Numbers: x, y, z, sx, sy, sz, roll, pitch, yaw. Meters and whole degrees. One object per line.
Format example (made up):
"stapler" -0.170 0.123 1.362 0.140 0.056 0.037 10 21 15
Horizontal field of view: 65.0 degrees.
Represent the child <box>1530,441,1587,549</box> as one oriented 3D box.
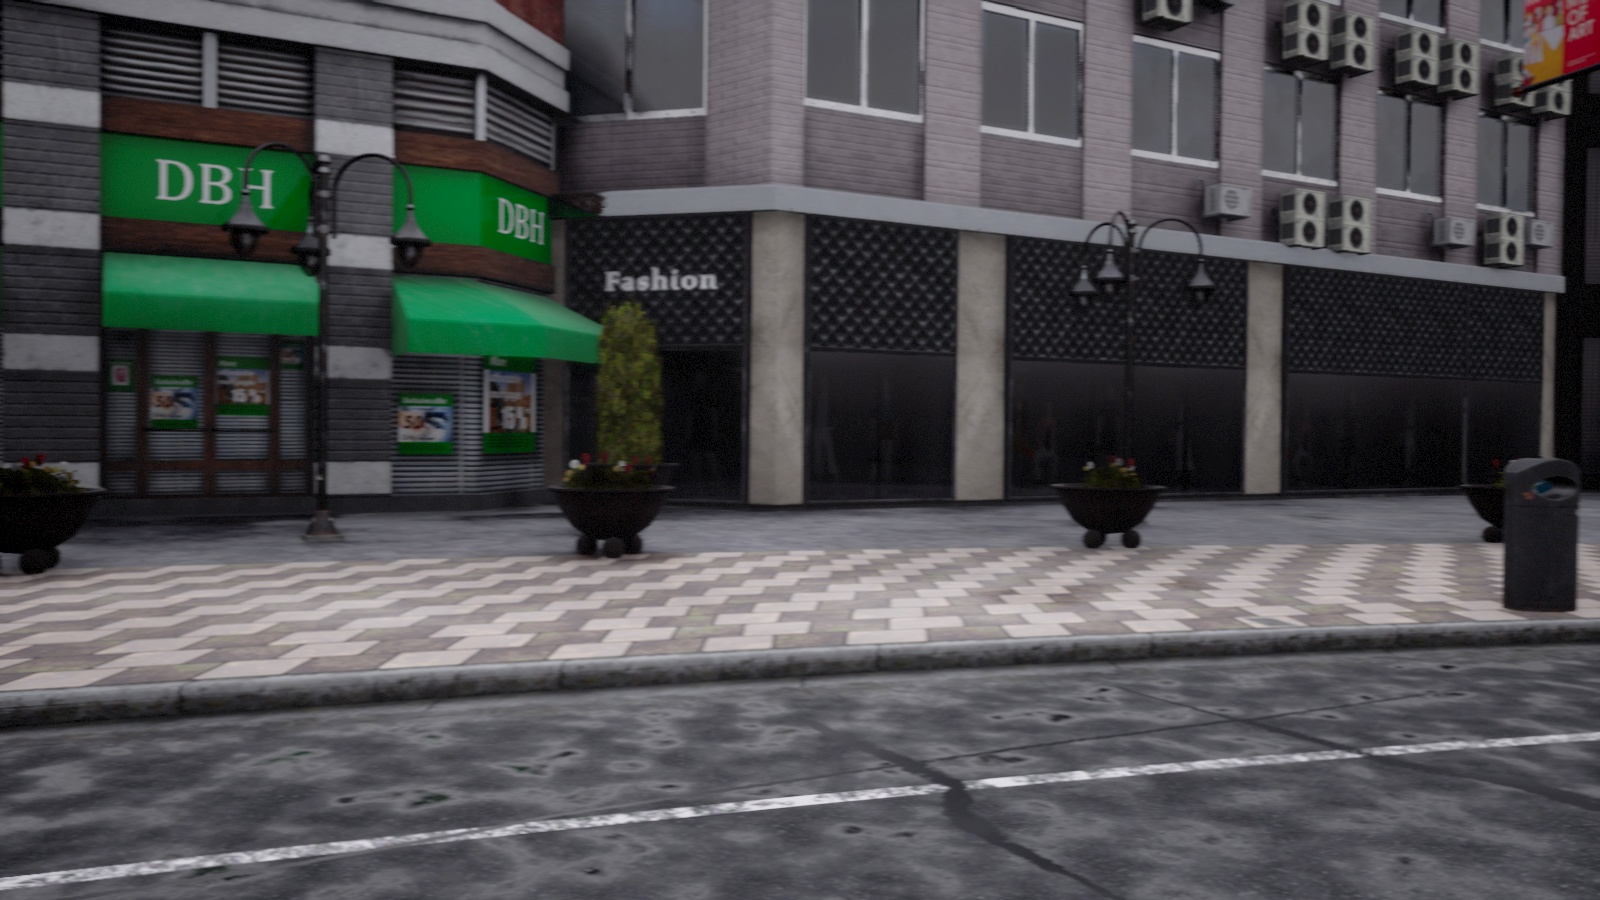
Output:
"child" 8.565 0.502 14.182 0.448 1.192 0.343 -1 1 -18
